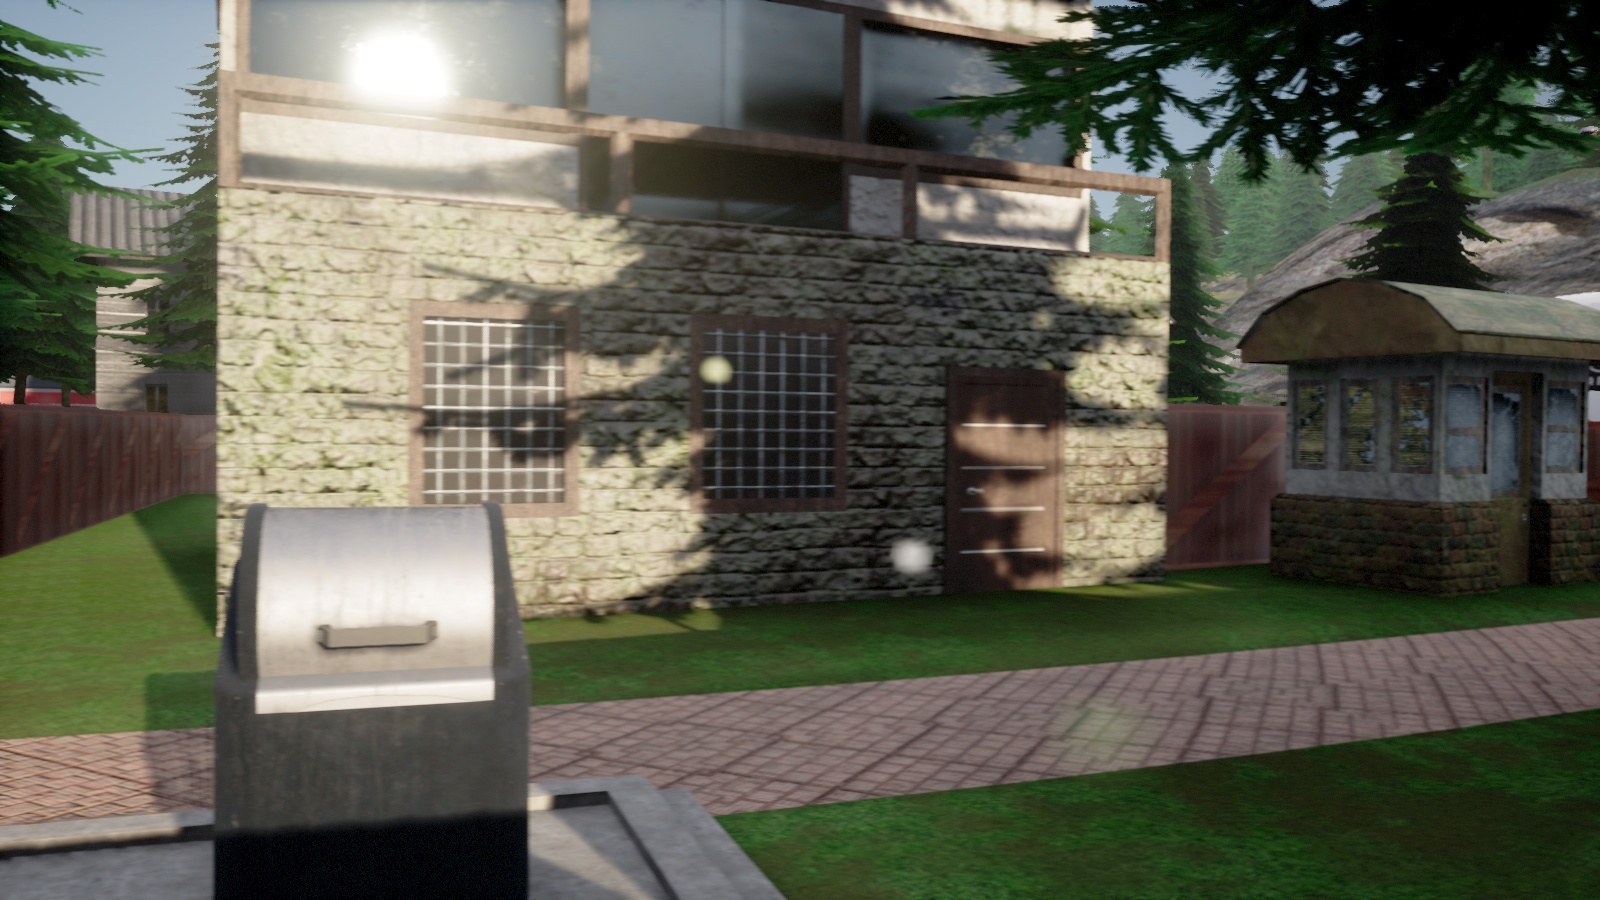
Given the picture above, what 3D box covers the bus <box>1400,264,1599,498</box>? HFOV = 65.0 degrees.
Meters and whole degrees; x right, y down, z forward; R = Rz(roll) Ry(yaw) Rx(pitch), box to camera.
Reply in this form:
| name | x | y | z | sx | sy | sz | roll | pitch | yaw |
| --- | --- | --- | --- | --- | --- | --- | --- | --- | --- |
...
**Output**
| name | x | y | z | sx | sy | sz | roll | pitch | yaw |
| --- | --- | --- | --- | --- | --- | --- | --- | --- | --- |
| bus | 16.788 | -1.272 | 22.761 | 3.944 | 4.253 | 10.273 | -1 | 1 | -29 |
